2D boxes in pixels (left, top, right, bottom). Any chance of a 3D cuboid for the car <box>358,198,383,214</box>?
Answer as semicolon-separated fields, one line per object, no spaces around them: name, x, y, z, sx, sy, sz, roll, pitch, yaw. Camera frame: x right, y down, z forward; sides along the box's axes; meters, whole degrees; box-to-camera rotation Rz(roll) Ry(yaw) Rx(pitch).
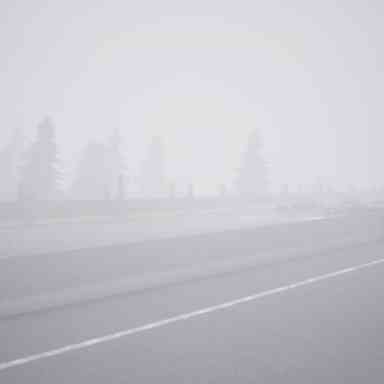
car;13.494;1.065;22.210;5.008;1.535;1.882;-1;1;-35

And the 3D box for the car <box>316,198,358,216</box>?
car;11.717;1.145;25.240;4.181;1.385;1.994;-1;1;-35

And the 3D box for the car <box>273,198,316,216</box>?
car;8.904;1.201;27.537;4.718;1.301;1.895;-1;1;-35
